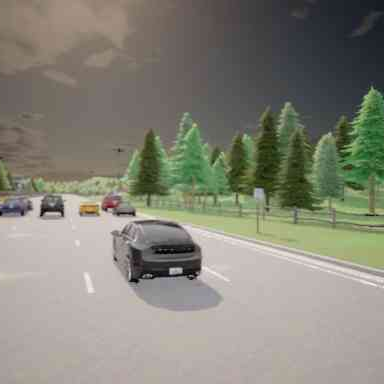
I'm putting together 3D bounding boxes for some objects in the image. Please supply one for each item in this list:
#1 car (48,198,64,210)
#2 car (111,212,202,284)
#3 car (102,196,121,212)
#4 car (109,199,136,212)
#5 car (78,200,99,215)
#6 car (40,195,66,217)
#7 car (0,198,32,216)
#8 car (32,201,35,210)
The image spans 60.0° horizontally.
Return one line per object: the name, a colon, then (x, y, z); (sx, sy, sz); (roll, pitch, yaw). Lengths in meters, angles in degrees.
car: (-19.078, 1.643, 46.807); (1.837, 1.490, 4.892); (1, -1, -21)
car: (-1.237, 1.591, 10.043); (1.837, 1.490, 4.892); (1, 0, -21)
car: (-10.439, 1.489, 43.562); (2.150, 2.045, 5.566); (1, -1, -21)
car: (-7.142, 1.802, 34.943); (1.994, 1.385, 4.181); (1, -1, -21)
car: (-11.249, 1.651, 36.169); (1.882, 1.535, 5.008); (1, 0, -21)
car: (-13.826, 1.316, 33.132); (2.150, 2.045, 5.566); (1, 0, -21)
car: (-17.415, 1.371, 32.698); (2.097, 1.767, 4.553); (1, -1, -21)
car: (-20.795, 1.572, 41.239); (1.812, 1.442, 4.674); (1, -1, -21)
